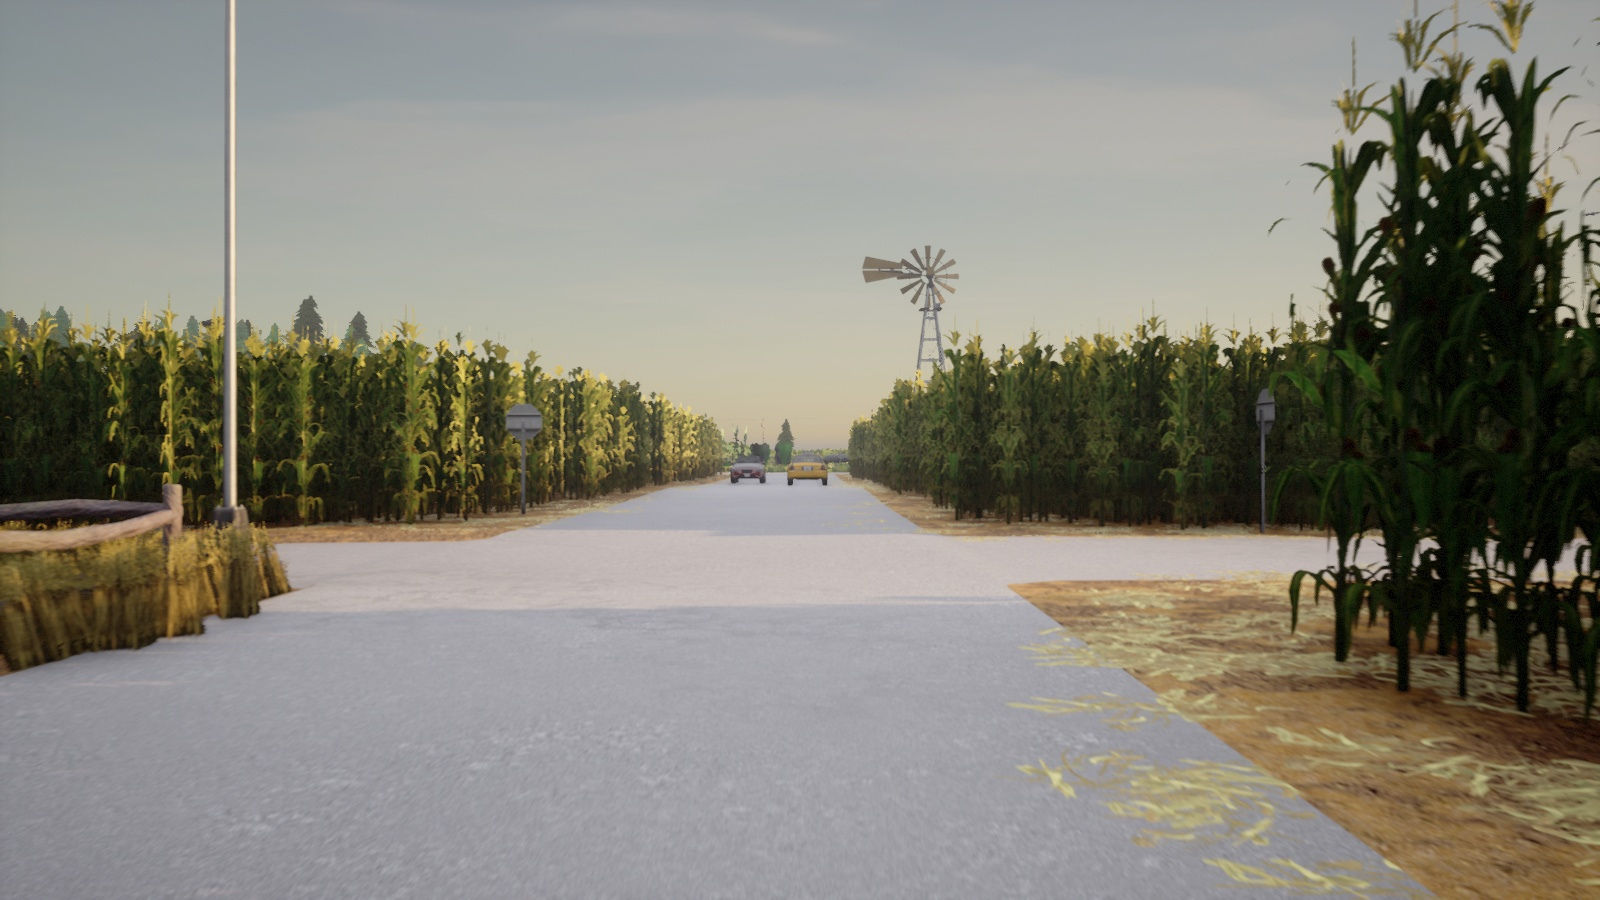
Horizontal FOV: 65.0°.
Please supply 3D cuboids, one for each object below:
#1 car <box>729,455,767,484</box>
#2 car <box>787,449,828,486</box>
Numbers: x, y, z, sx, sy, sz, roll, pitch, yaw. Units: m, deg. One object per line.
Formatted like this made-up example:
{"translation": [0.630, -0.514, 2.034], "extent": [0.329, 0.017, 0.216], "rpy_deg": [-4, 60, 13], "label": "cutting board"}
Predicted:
{"translation": [-2.711, 1.028, 66.034], "extent": [1.816, 1.474, 4.193], "rpy_deg": [0, -1, 0], "label": "car"}
{"translation": [0.341, 0.819, 57.453], "extent": [1.801, 1.575, 5.366], "rpy_deg": [0, -1, 0], "label": "car"}
